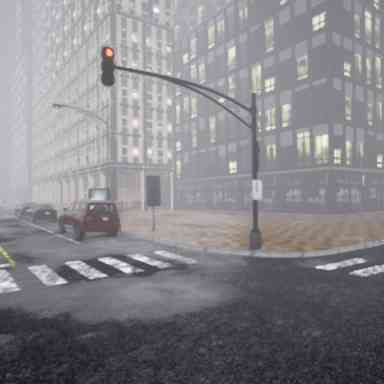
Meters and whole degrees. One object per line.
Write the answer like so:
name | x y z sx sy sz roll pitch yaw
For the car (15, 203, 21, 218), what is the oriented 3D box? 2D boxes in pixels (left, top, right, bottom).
car | -15.209 1.615 30.921 1.947 1.339 4.313 1 -1 -36

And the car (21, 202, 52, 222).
car | -11.952 1.608 26.429 1.947 1.339 4.313 1 -1 -36

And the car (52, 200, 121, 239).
car | -5.437 1.343 17.448 2.192 1.841 5.009 1 -1 -36
